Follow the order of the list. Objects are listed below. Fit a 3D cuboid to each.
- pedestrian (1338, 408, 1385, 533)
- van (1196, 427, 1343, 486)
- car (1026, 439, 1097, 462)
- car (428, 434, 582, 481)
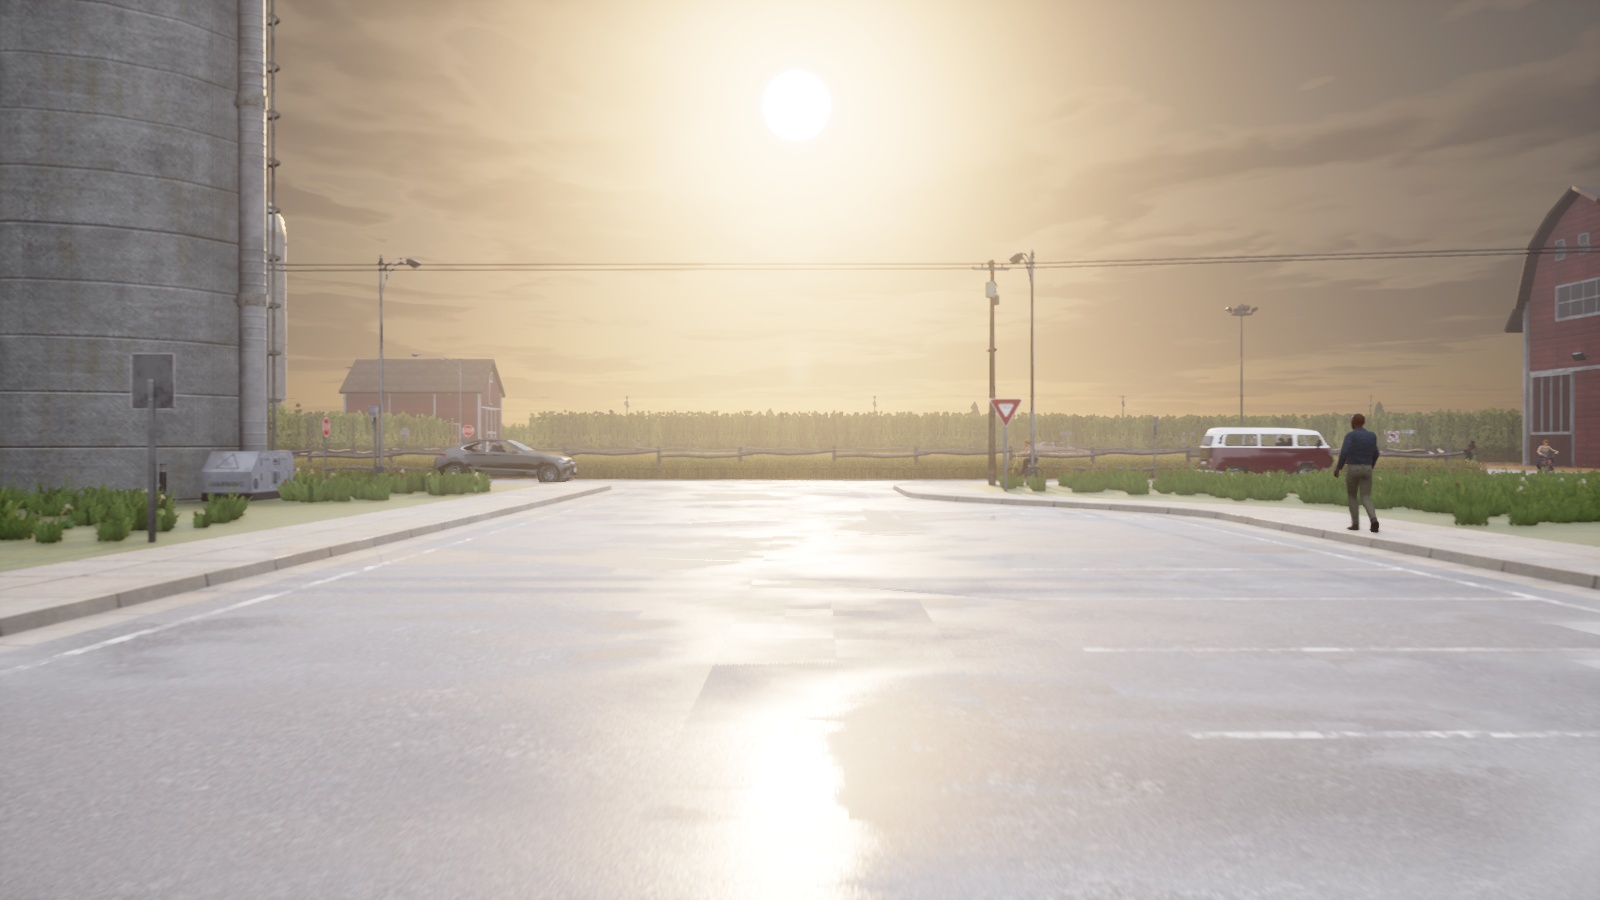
[{"bbox_3d":[8.411,0.302,18.841,0.370,1.835,0.726,0,0,-1],"label":"pedestrian"},{"bbox_3d":[16.664,0.231,44.719,4.480,2.038,2.069,0,0,0],"label":"van"},{"bbox_3d":[19.466,0.012,93.726,5.027,1.651,2.152,0,0,8],"label":"car"},{"bbox_3d":[-10.562,0.261,45.268,5.027,1.651,2.152,0,0,1],"label":"car"}]
